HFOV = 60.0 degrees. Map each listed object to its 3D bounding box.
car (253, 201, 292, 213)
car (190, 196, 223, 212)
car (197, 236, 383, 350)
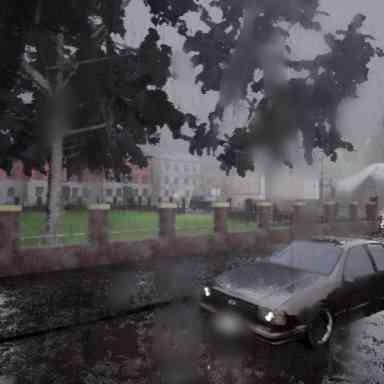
[{"bbox_3d":[8.041,1.765,34.409,1.882,1.535,5.008,1,0,-35],"label":"car"},{"bbox_3d":[1.880,1.507,43.128,2.150,2.045,5.566,1,0,-35],"label":"car"},{"bbox_3d":[2.722,1.612,6.517,5.357,1.411,2.033,1,0,-35],"label":"car"}]
